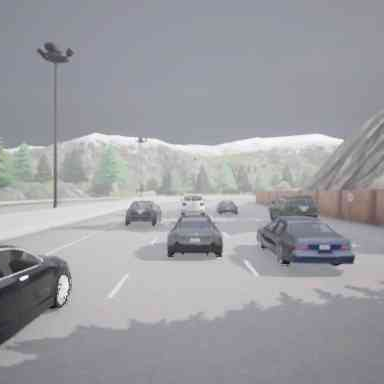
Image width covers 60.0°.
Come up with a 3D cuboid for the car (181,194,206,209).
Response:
[{"bbox_3d":[0.102,1.231,31.666,2.150,2.045,5.566,0,0,0],"label":"car"}]

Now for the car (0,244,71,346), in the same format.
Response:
[{"bbox_3d":[-3.400,1.506,4.963,1.837,1.490,4.892,0,0,0],"label":"car"}]

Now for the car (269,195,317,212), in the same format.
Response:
[{"bbox_3d":[7.102,1.229,23.782,2.150,2.045,5.566,0,0,0],"label":"car"}]

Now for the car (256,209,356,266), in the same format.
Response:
[{"bbox_3d":[3.600,1.551,11.542,2.033,1.411,5.357,0,0,0],"label":"car"}]

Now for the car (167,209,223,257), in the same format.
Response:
[{"bbox_3d":[0.101,1.568,13.036,1.994,1.385,4.181,0,0,0],"label":"car"}]

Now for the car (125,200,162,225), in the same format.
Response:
[{"bbox_3d":[-3.399,1.359,23.991,2.097,1.767,4.553,0,0,0],"label":"car"}]

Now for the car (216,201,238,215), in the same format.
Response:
[{"bbox_3d":[3.602,1.575,34.787,1.994,1.385,4.181,0,0,0],"label":"car"}]
